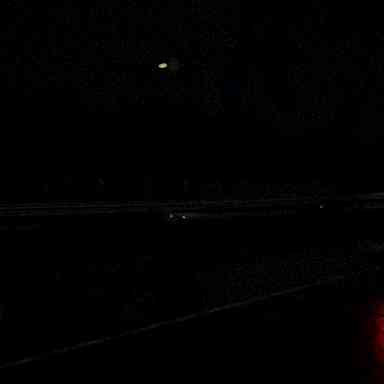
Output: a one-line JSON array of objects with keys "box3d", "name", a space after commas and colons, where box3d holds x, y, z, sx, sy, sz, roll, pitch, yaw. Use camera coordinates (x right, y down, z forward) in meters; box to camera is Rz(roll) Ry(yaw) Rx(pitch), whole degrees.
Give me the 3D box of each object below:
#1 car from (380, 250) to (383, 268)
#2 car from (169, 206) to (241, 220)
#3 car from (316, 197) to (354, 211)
[{"box3d": [6.948, 1.600, 8.626, 4.718, 1.301, 1.895, 0, 0, -35], "name": "car"}, {"box3d": [0.871, 1.591, 21.696, 4.718, 1.301, 1.895, 0, 0, -35], "name": "car"}, {"box3d": [15.450, 1.268, 35.885, 4.902, 1.511, 2.128, -1, 1, -34], "name": "car"}]
